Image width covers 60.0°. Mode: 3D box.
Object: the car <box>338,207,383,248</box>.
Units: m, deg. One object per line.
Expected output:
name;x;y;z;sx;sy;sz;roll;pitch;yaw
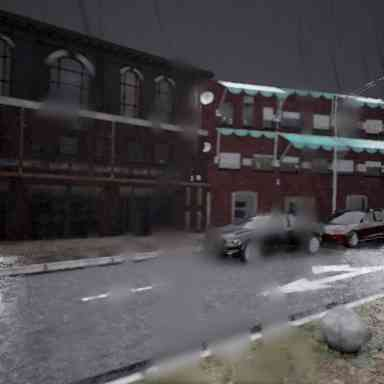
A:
car;7.380;1.555;15.106;4.792;1.488;2.163;0;0;-31

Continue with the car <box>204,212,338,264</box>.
car;2.757;1.510;12.140;5.008;1.535;2.097;0;0;-33
